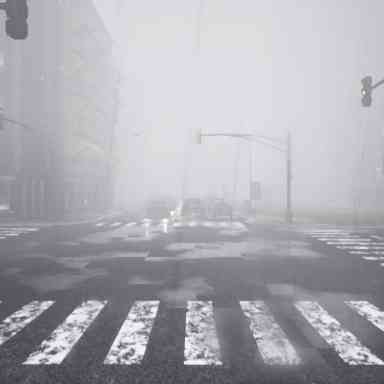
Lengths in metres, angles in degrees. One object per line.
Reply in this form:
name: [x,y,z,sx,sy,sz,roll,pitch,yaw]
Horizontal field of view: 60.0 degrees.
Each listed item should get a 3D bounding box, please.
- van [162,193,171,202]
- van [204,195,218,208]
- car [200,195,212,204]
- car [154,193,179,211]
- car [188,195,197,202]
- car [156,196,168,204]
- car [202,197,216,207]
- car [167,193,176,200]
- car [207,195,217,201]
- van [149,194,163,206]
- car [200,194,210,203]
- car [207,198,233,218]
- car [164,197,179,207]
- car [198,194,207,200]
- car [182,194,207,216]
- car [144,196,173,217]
van: [-5.686,1.239,75.146,1.690,1.788,3.998,-1,0,0]
van: [2.655,1.293,46.946,1.690,1.788,3.998,-1,0,0]
car: [2.660,1.363,63.883,1.967,1.590,4.097,-1,0,0]
car: [-3.080,1.313,40.552,2.097,1.767,4.553,0,0,0]
car: [0.036,1.408,71.114,1.837,1.490,4.892,0,0,0]
car: [-5.686,1.467,63.852,1.887,1.381,4.507,-1,0,0]
car: [2.659,1.488,52.592,1.887,1.381,4.507,-1,0,0]
car: [-5.682,1.169,92.085,2.192,1.841,5.009,-1,0,0]
car: [2.654,1.408,35.654,1.967,1.590,4.097,-1,0,0]
van: [-5.691,1.284,52.561,1.690,1.788,3.998,-1,0,0]
car: [2.668,1.351,69.529,1.967,1.590,4.097,-1,0,0]
car: [2.654,1.520,30.009,1.887,1.381,4.507,-1,0,0]
car: [-3.066,1.511,50.517,1.994,1.385,4.181,0,0,0]
car: [2.702,1.310,86.467,1.967,1.590,4.097,-1,0,0]
car: [0.093,1.323,32.760,2.097,1.767,4.553,0,0,0]
car: [-3.088,1.452,31.238,1.882,1.535,5.008,0,0,0]
